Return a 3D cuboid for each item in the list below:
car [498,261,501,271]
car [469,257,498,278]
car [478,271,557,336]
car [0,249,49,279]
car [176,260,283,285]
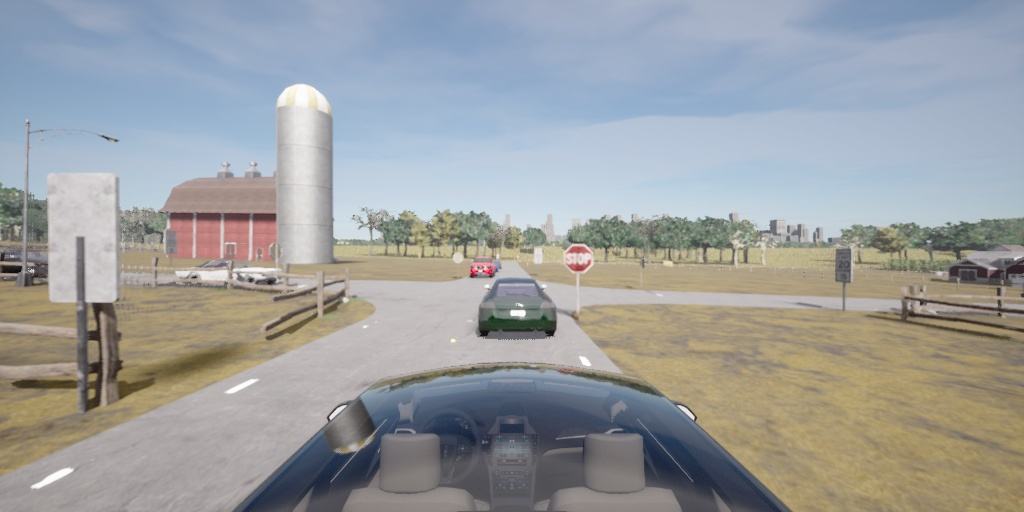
[{"bbox_3d":[-2.813,1.417,48.423,1.882,1.535,5.008,0,0,0],"label":"car"},{"bbox_3d":[-2.847,1.069,35.565,2.150,2.045,5.566,0,0,1],"label":"car"},{"bbox_3d":[0.111,1.304,10.376,1.994,1.385,4.181,0,0,-1],"label":"car"},{"bbox_3d":[-26.754,0.408,19.720,4.902,1.511,2.128,2,1,0],"label":"car"},{"bbox_3d":[-15.317,0.904,19.741,4.718,1.301,1.895,2,1,-1],"label":"car"}]
